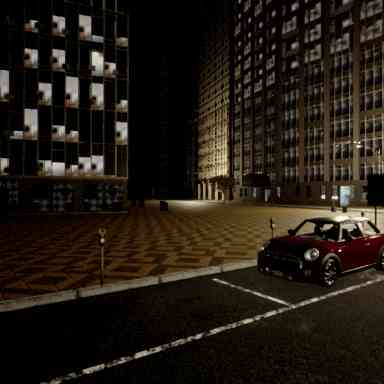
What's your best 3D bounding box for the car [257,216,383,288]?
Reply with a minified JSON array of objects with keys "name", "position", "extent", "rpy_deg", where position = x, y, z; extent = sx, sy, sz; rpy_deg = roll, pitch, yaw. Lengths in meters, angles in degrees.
[{"name":"car","position":[3.691,1.439,9.196],"extent":[4.097,1.590,1.967],"rpy_deg":[0,0,-36]}]
